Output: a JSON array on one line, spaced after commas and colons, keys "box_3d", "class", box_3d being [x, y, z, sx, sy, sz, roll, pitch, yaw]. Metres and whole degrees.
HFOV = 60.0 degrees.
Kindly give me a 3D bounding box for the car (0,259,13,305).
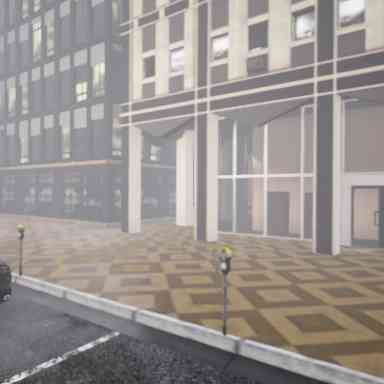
[{"box_3d": [-5.259, 1.515, 6.606, 4.403, 1.369, 2.008, 0, 0, 35], "class": "car"}]
